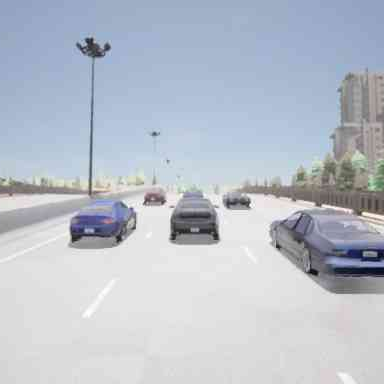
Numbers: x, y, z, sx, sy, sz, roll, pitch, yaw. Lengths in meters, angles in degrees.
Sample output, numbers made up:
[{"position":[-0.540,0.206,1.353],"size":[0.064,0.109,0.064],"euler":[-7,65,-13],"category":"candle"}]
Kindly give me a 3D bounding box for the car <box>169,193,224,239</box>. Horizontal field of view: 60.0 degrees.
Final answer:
[{"position":[0.100,0.987,14.051],"size":[1.837,1.490,4.892],"euler":[0,2,0],"category":"car"}]

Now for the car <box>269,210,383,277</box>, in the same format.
[{"position":[3.600,1.210,9.238],"size":[2.033,1.411,5.357],"euler":[0,2,0],"category":"car"}]

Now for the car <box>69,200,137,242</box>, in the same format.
[{"position":[-3.399,1.036,13.302],"size":[1.812,1.442,4.674],"euler":[0,2,0],"category":"car"}]

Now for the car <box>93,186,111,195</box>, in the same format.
[{"position":[-13.997,-0.248,51.806],"size":[1.882,1.535,5.008],"euler":[0,0,0],"category":"car"}]

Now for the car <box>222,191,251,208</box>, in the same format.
[{"position":[3.601,0.572,27.727],"size":[1.895,1.301,4.718],"euler":[0,2,0],"category":"car"}]

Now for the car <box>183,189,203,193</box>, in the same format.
[{"position":[0.102,0.422,30.741],"size":[1.994,1.385,4.181],"euler":[0,2,0],"category":"car"}]

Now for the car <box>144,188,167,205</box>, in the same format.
[{"position":[-3.399,0.366,31.205],"size":[1.812,1.442,4.674],"euler":[0,2,0],"category":"car"}]
